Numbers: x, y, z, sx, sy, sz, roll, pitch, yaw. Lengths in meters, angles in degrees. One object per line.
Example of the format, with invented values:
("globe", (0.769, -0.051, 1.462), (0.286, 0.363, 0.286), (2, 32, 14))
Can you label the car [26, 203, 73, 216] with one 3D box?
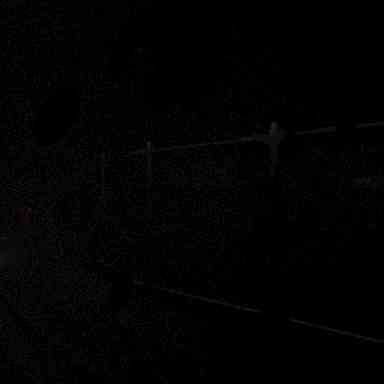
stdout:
("car", (-15.814, 1.902, 37.188), (1.895, 1.301, 4.718), (0, 0, 25))

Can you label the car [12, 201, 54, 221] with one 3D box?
("car", (-14.144, 1.600, 30.459), (2.097, 1.767, 4.553), (0, 0, 12))
